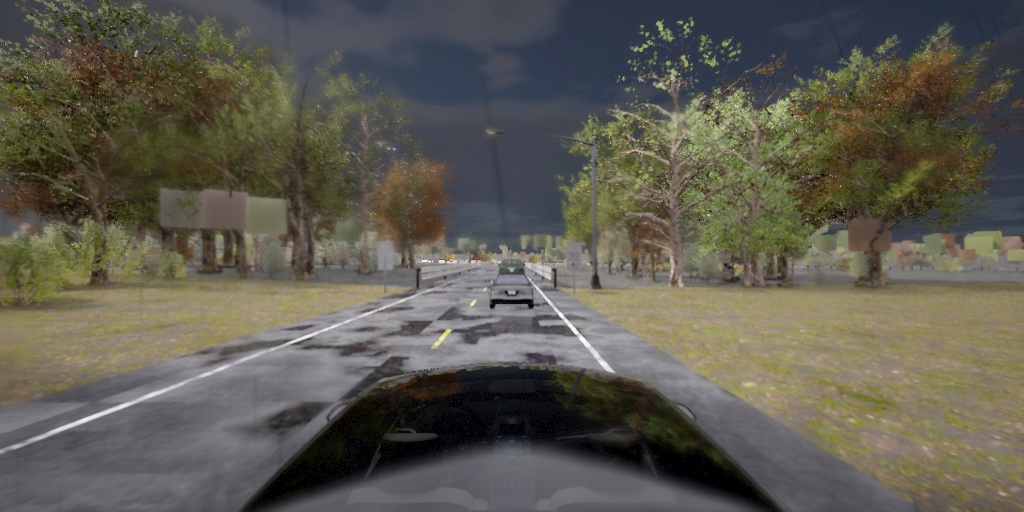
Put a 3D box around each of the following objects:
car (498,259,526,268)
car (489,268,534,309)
[{"bbox_3d":[-0.020,1.241,30.866,2.150,2.045,5.566,0,0,0],"label":"car"},{"bbox_3d":[-0.009,1.430,15.841,2.033,1.411,5.357,0,-1,0],"label":"car"}]
